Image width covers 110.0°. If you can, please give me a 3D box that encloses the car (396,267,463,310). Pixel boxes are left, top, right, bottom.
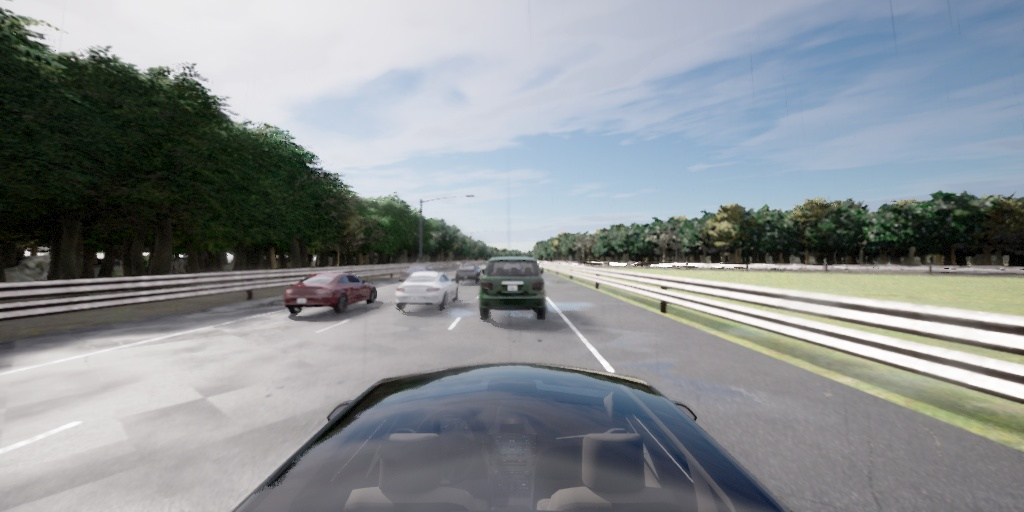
[{"bbox_3d":[-3.446,1.363,15.079,1.812,1.442,4.674,0,0,0],"label":"car"}]

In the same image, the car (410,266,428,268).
[{"bbox_3d":[-6.963,1.471,27.241,2.033,1.411,5.357,0,0,0],"label":"car"}]

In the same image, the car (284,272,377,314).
[{"bbox_3d":[-6.954,1.360,14.164,1.812,1.442,4.674,0,-1,0],"label":"car"}]

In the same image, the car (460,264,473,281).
[{"bbox_3d":[-3.442,1.431,29.412,2.128,1.511,4.902,0,0,0],"label":"car"}]

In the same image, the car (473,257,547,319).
[{"bbox_3d":[0.039,1.048,13.270,2.150,2.045,5.566,0,0,0],"label":"car"}]
